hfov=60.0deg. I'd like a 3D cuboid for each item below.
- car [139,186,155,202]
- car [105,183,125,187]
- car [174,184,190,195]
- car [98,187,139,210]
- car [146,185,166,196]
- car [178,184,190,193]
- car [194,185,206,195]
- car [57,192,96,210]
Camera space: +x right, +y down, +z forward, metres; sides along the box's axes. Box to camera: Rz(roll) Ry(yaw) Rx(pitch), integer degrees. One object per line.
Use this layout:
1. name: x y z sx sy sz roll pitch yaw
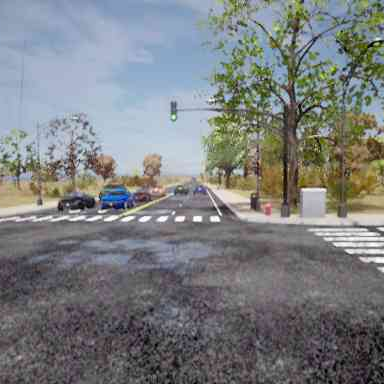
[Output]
1. car: -5.808 0.379 37.536 1.994 1.385 4.181 0 2 3
2. car: -9.042 0.027 38.459 2.150 2.045 5.566 0 2 2
3. car: -1.886 -0.465 56.760 2.097 1.767 4.553 0 2 2
4. car: -6.117 0.594 27.972 1.882 1.535 5.008 0 2 2
5. car: -5.358 -0.285 51.727 2.097 1.767 4.553 0 2 2
6. car: -1.575 -0.789 66.785 2.097 1.767 4.553 0 2 2
7. car: 1.361 -0.480 56.625 2.097 1.767 4.553 0 2 2
8. car: -9.388 0.720 27.319 1.994 1.385 4.181 0 2 2
